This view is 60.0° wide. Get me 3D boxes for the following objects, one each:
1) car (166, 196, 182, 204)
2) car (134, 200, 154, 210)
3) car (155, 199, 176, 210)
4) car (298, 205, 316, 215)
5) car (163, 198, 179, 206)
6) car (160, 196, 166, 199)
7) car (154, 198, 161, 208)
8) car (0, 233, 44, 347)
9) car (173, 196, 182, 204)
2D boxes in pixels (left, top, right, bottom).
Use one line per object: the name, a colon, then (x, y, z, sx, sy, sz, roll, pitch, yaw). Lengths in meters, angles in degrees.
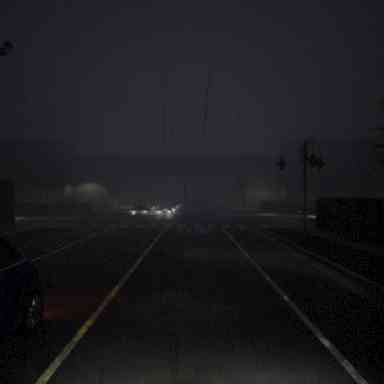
car: (-3.784, 2.205, 70.710, 2.128, 1.511, 4.902, 0, -1, 0)
car: (-7.513, 1.966, 50.740, 1.882, 1.535, 5.008, 0, -1, 2)
car: (-3.977, 2.092, 50.662, 1.895, 1.301, 4.718, 0, -1, 0)
car: (15.160, 2.004, 39.423, 4.718, 1.301, 1.895, 0, -1, 2)
car: (-3.879, 2.181, 60.146, 1.895, 1.301, 4.718, 0, -1, 1)
car: (-7.284, 2.202, 70.804, 2.128, 1.511, 4.902, 0, -1, 0)
car: (-7.379, 2.142, 60.269, 1.994, 1.385, 4.181, 0, -1, 1)
car: (-3.577, 1.385, 3.736, 2.097, 1.767, 4.553, 0, 0, 0)
car: (-3.705, 2.031, 85.433, 2.150, 2.045, 5.566, 0, -1, 0)
